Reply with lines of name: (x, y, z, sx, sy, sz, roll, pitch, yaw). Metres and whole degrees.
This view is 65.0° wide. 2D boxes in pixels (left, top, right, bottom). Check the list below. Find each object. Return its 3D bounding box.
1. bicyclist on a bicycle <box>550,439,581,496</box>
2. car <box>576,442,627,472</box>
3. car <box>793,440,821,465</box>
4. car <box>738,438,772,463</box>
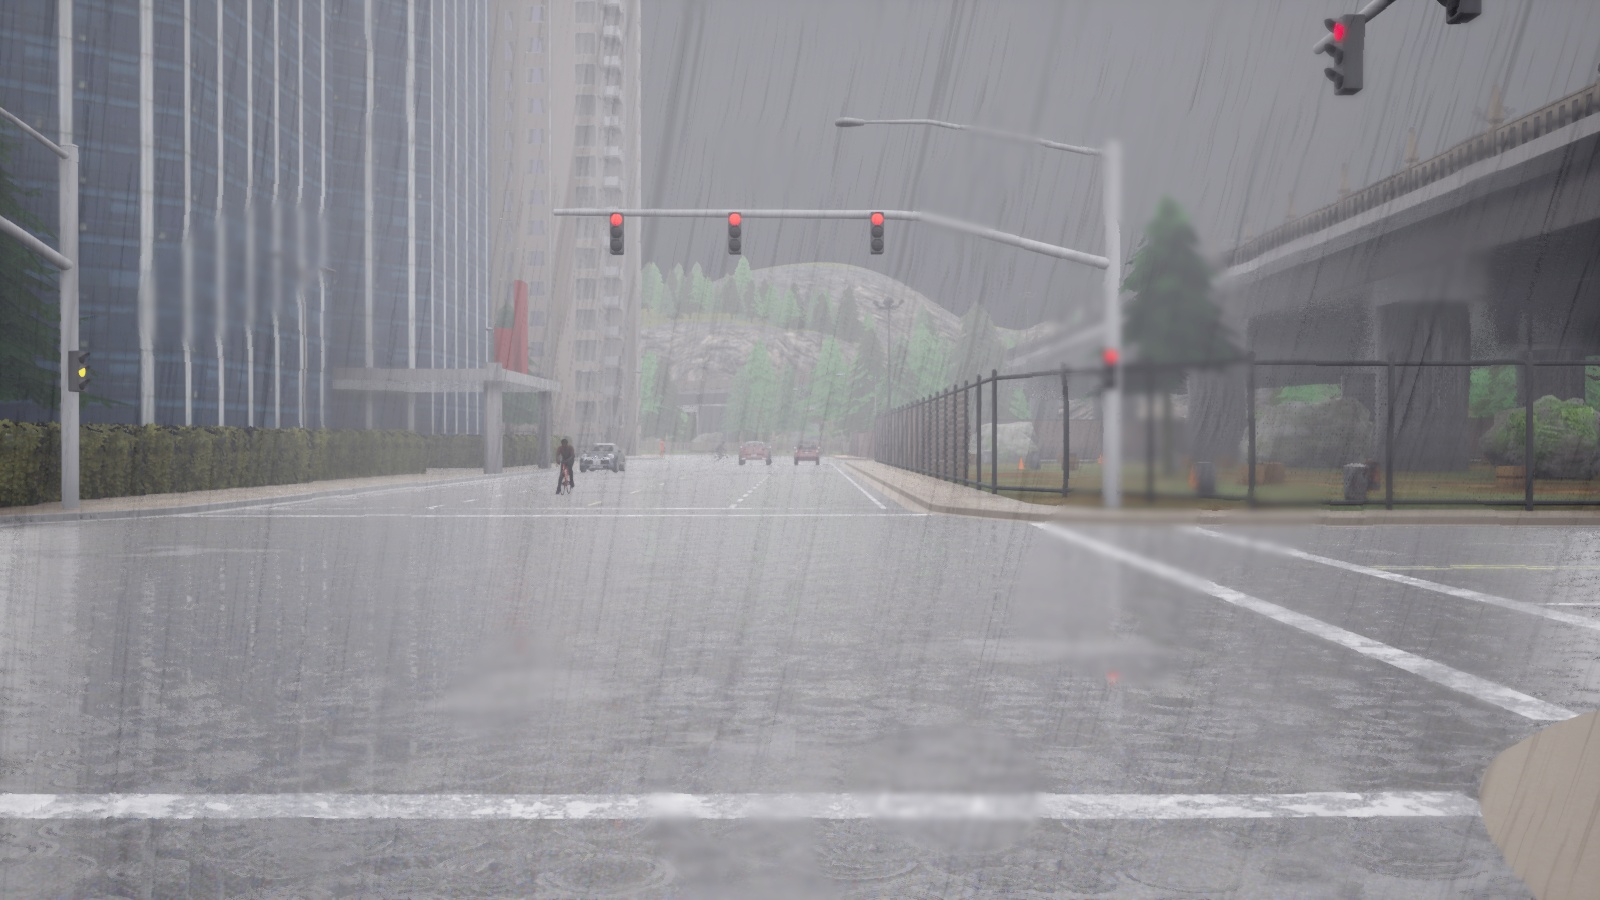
bicyclist on a bicycle: (-6.795, 0.488, 36.405, 0.582, 1.620, 1.656, 0, 1, 0)
car: (-10.148, 0.340, 64.464, 1.970, 1.475, 3.806, 0, 0, 0)
car: (0.474, 0.158, 86.290, 1.851, 1.617, 3.988, 0, 0, 0)
car: (-3.036, 0.039, 85.718, 2.152, 1.651, 5.027, 0, 0, 0)
